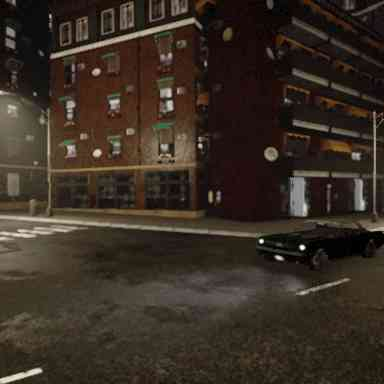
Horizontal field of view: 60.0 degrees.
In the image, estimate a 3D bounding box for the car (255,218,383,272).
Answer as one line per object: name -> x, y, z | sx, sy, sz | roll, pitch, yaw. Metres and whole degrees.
car -> 4.274, 1.571, 10.848 | 4.718, 1.301, 1.895 | 0, 0, -36
